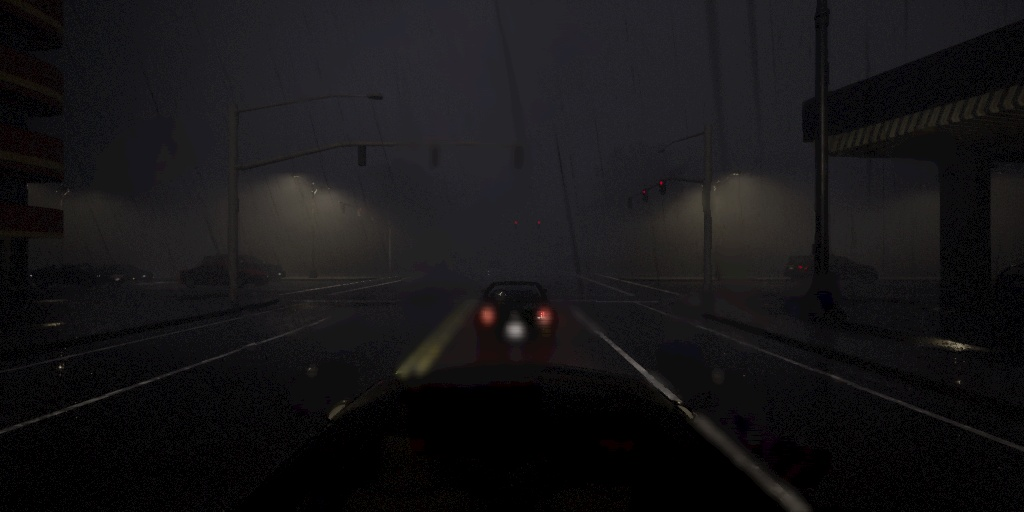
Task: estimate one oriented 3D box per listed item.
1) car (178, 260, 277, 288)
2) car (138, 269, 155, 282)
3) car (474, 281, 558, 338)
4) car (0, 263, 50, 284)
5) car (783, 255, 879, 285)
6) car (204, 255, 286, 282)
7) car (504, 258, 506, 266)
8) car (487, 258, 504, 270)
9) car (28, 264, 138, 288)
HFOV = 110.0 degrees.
[{"bbox_3d":[-18.322,1.228,22.927,5.008,1.535,1.882,0,0,1],"label":"car"},{"bbox_3d":[-29.300,1.314,26.629,4.181,1.385,1.994,0,0,0],"label":"car"},{"bbox_3d":[0.100,1.351,10.152,1.895,1.301,4.718,0,0,0],"label":"car"},{"bbox_3d":[-37.982,1.276,26.798,4.674,1.442,1.812,0,0,1],"label":"car"},{"bbox_3d":[22.693,0.971,25.673,5.566,2.045,2.150,0,0,1],"label":"car"},{"bbox_3d":[-19.882,0.971,26.475,5.566,2.045,2.150,0,0,1],"label":"car"},{"bbox_3d":[-2.579,1.227,63.684,1.882,1.535,5.008,0,0,1],"label":"car"},{"bbox_3d":[-2.707,1.297,53.871,2.033,1.411,5.357,0,0,1],"label":"car"},{"bbox_3d":[-27.825,1.241,23.104,4.902,1.511,2.128,0,0,1],"label":"car"}]
